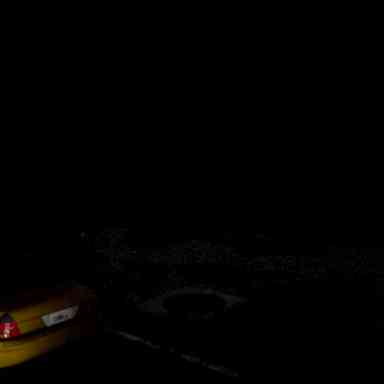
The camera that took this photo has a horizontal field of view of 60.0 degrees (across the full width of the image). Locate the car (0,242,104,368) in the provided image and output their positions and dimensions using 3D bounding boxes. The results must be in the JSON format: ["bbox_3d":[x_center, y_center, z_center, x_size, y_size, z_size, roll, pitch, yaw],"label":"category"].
[{"bbox_3d":[-3.513,1.532,5.590,4.829,1.417,1.752,0,0,37],"label":"car"}]
